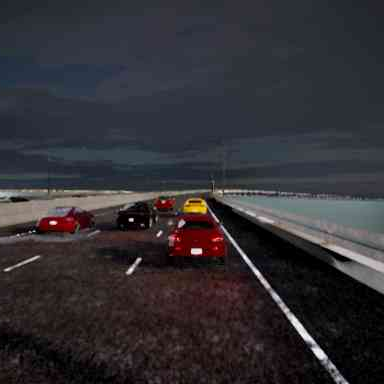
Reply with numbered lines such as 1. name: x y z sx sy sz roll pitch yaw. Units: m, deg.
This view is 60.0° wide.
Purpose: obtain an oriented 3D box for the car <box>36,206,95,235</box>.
1. car: -6.822 1.478 18.387 1.994 1.385 4.181 0 0 0

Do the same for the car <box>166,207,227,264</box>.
1. car: 0.136 1.472 11.505 1.812 1.442 4.674 0 0 0

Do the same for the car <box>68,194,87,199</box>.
1. car: -17.095 1.115 49.520 2.097 1.767 4.553 0 0 1

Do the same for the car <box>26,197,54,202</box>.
1. car: -20.653 1.381 46.408 1.895 1.301 4.718 0 0 1

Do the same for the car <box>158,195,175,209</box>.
1. car: -3.098 1.169 38.734 2.097 1.767 4.553 0 0 1

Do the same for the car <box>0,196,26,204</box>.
1. car: -24.171 1.265 45.154 1.882 1.535 5.008 0 0 1

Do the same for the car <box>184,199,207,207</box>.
1. car: 0.283 1.338 29.603 1.882 1.535 5.008 0 0 1

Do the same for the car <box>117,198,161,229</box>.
1. car: -3.303 1.381 20.717 1.882 1.535 5.008 0 0 0
